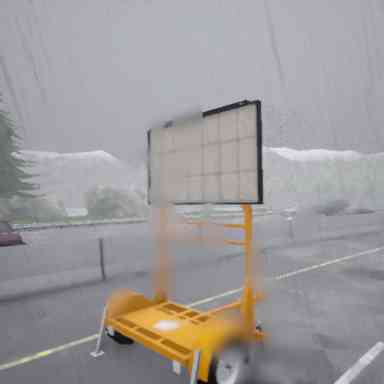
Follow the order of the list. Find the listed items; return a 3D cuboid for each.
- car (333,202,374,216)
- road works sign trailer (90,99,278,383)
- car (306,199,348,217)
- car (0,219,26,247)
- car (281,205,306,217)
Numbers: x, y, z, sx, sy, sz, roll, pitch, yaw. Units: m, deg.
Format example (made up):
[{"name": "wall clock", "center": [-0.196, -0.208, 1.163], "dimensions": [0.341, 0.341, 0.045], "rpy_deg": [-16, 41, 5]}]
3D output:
[{"name": "car", "center": [18.136, 2.139, 36.691], "dimensions": [4.674, 1.442, 1.812], "rpy_deg": [0, -2, -32]}, {"name": "road works sign trailer", "center": [0.249, 0.594, 5.140], "dimensions": [2.880, 3.560, 2.380], "rpy_deg": [0, -2, -43]}, {"name": "car", "center": [16.765, 1.936, 39.990], "dimensions": [5.566, 2.045, 2.150], "rpy_deg": [0, -2, -31]}, {"name": "car", "center": [-8.206, 1.765, 11.324], "dimensions": [2.097, 1.767, 4.553], "rpy_deg": [-2, -2, 45]}, {"name": "car", "center": [13.305, 2.342, 41.910], "dimensions": [4.674, 1.442, 1.812], "rpy_deg": [0, -2, -32]}]
